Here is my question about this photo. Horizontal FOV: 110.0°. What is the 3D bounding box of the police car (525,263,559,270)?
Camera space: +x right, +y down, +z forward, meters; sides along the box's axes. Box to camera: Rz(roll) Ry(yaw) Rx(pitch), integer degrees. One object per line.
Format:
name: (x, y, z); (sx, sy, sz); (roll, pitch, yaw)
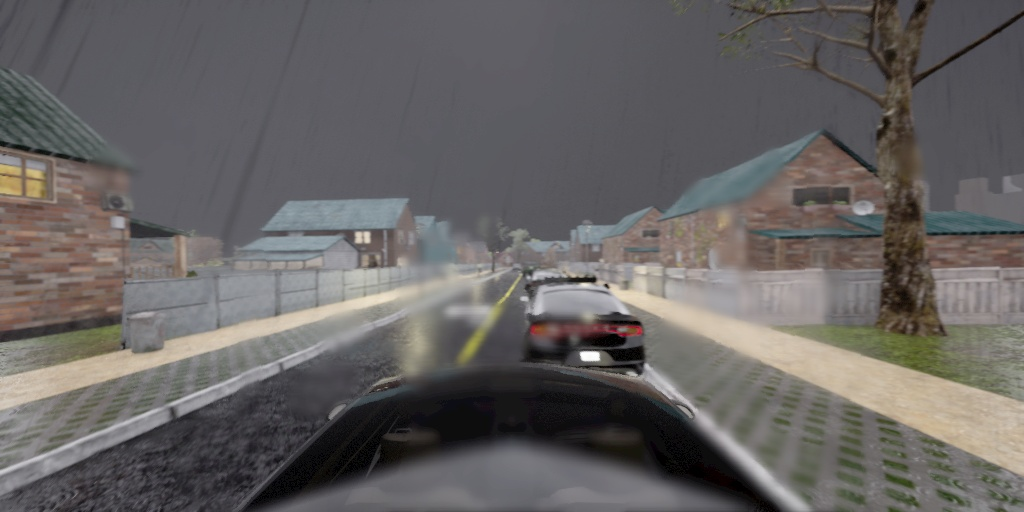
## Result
police car: (1.765, 1.350, 17.587); (1.930, 1.638, 5.238); (-1, -1, 3)

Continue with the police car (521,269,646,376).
police car: (1.227, 1.230, 7.600); (1.930, 1.638, 5.238); (-1, -1, 3)

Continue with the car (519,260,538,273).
car: (2.394, 1.509, 44.284); (2.150, 2.045, 5.566); (-1, -1, 3)
